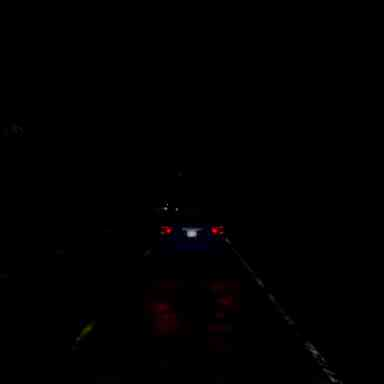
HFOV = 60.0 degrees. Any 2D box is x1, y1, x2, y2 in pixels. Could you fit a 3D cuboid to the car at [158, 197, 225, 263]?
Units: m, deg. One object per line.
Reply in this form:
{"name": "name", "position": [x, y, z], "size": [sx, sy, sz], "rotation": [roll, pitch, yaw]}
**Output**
{"name": "car", "position": [0.008, 1.345, 12.591], "size": [2.150, 2.045, 5.566], "rotation": [0, 0, 0]}

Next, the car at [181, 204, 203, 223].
{"name": "car", "position": [0.021, 1.795, 28.901], "size": [1.812, 1.442, 4.674], "rotation": [0, 0, 0]}
